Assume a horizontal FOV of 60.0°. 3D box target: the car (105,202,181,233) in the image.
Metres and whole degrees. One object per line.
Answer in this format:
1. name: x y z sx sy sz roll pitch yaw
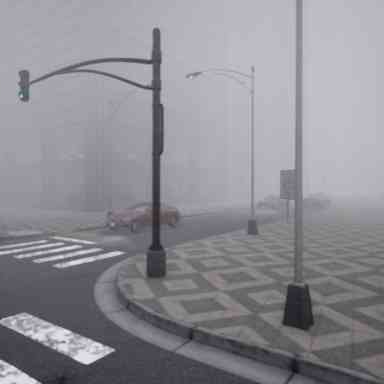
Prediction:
1. car: -2.488 1.264 18.050 1.812 1.442 4.674 0 1 36

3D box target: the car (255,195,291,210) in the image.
1. car: 8.124 0.984 32.839 2.033 1.411 5.357 0 1 36

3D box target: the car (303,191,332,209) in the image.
1. car: 12.669 0.919 33.689 1.812 1.442 4.674 0 1 36

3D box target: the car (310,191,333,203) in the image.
1. car: 18.351 0.646 46.929 1.882 1.535 5.008 0 1 36
